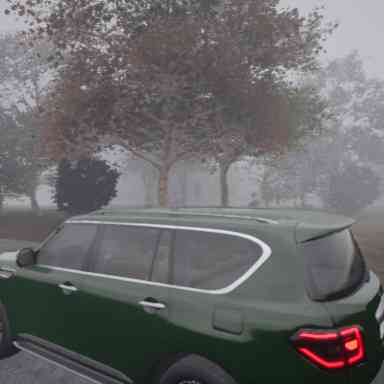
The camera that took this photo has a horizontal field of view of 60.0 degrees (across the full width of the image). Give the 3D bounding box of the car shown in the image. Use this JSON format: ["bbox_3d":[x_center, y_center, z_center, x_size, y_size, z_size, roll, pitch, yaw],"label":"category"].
[{"bbox_3d":[-0.634,1.206,4.285,5.566,2.045,2.150,0,0,34],"label":"car"}]
